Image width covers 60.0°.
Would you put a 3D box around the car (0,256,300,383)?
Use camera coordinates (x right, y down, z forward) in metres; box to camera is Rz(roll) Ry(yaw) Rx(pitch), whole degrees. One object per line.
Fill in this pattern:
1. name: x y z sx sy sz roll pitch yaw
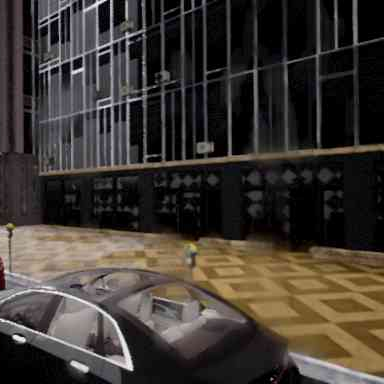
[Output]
1. car: -1.107 1.543 3.679 4.403 1.369 2.008 0 -1 36
